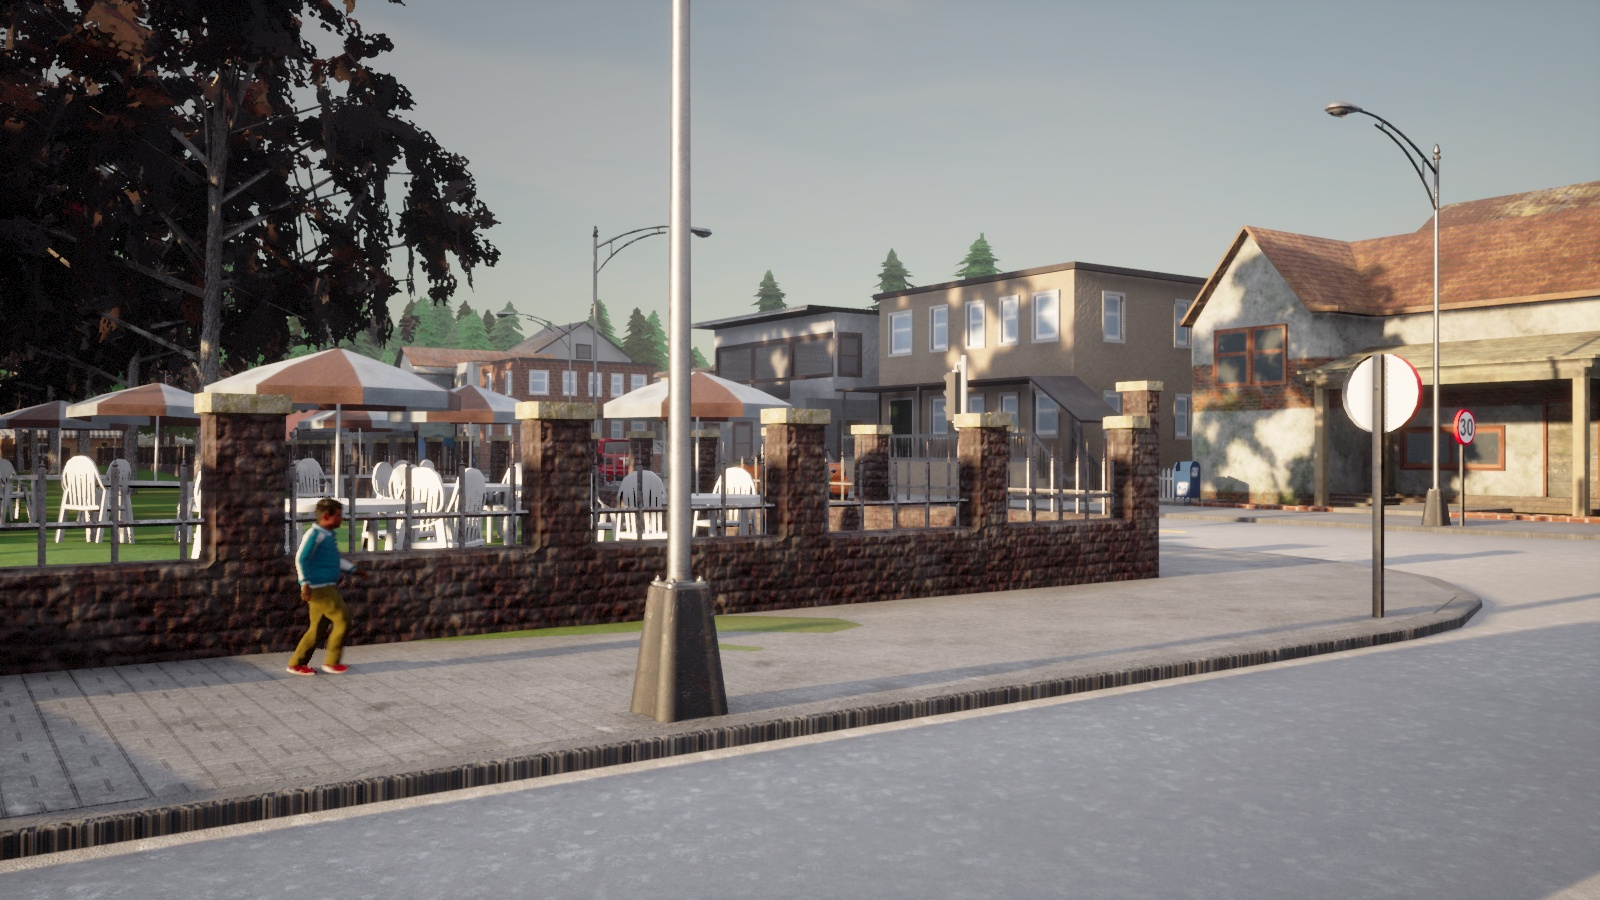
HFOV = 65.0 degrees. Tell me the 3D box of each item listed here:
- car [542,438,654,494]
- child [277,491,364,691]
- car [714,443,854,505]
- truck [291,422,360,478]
[{"bbox_3d":[-7.976,0.601,49.126,2.150,2.045,5.566,0,0,-35],"label":"car"},{"bbox_3d":[-2.975,0.860,7.808,0.448,1.192,0.343,0,0,-10],"label":"child"},{"bbox_3d":[-0.573,0.699,38.544,2.097,1.767,4.553,0,0,-35],"label":"car"},{"bbox_3d":[-30.826,0.026,81.442,2.891,3.462,7.936,0,0,-30],"label":"truck"}]
